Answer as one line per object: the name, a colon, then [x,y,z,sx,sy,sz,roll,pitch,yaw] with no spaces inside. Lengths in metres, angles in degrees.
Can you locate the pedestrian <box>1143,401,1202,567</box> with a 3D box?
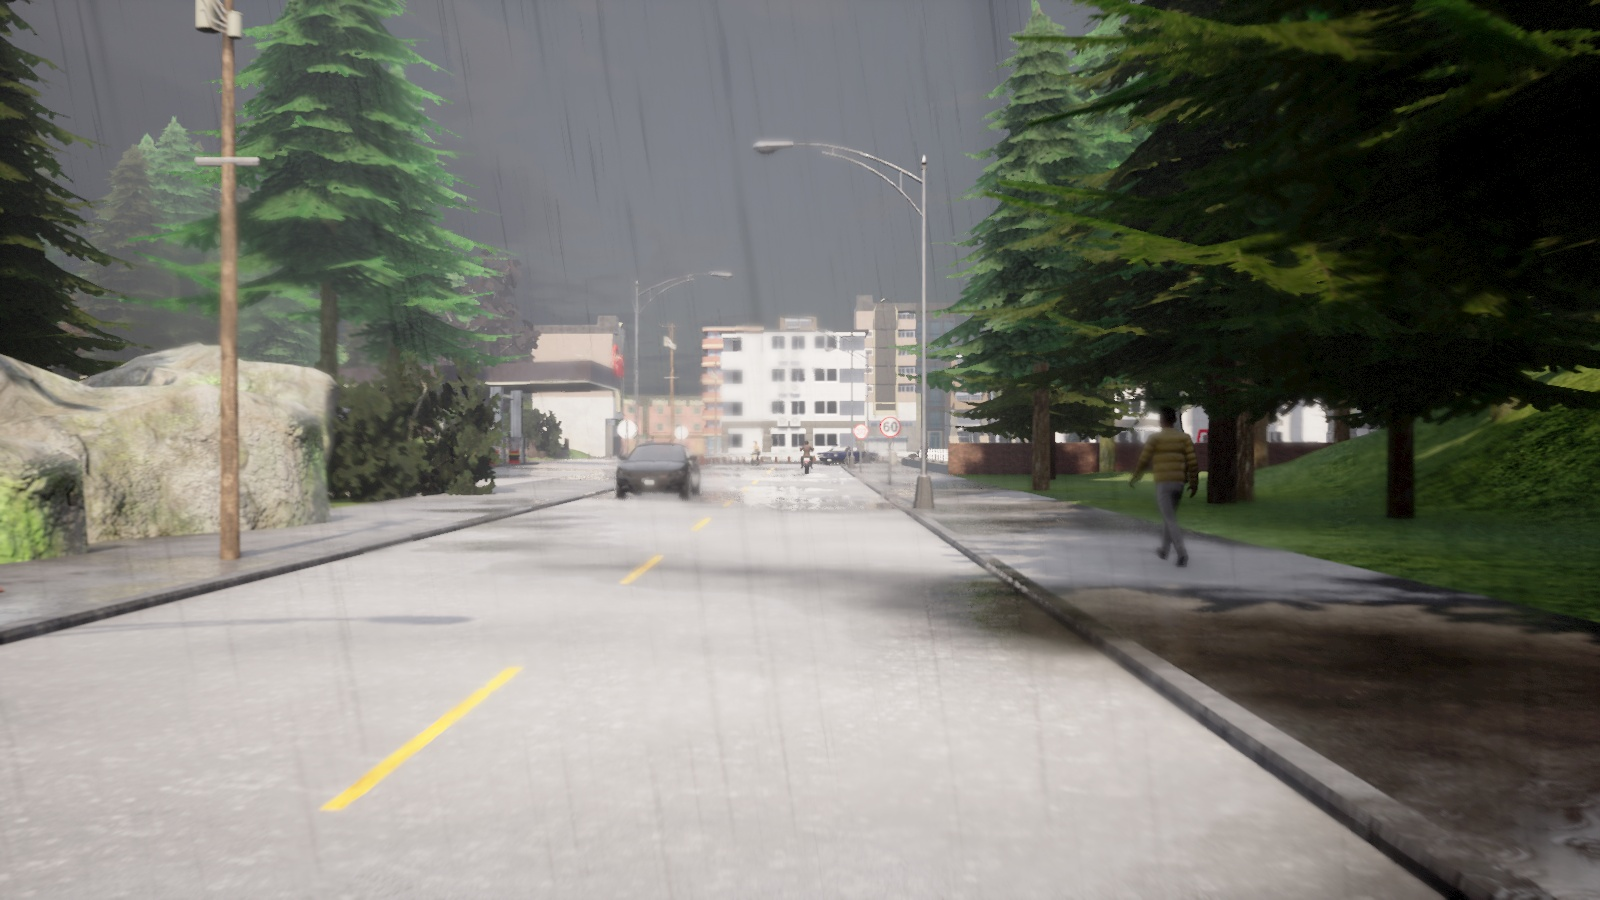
pedestrian: [4.225,0.379,14.268,0.431,1.840,0.709,0,0,-3]

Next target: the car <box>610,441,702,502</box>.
car: [-3.791,0.530,33.875,1.882,1.535,5.008,0,0,0]

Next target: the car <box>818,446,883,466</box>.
car: [3.436,0.374,84.650,1.895,1.301,4.718,0,0,41]
